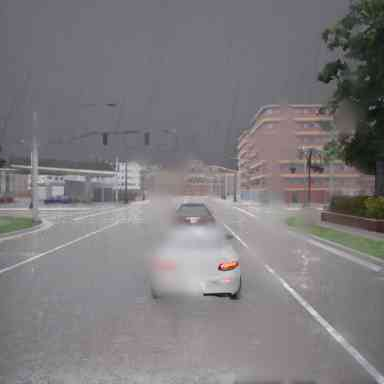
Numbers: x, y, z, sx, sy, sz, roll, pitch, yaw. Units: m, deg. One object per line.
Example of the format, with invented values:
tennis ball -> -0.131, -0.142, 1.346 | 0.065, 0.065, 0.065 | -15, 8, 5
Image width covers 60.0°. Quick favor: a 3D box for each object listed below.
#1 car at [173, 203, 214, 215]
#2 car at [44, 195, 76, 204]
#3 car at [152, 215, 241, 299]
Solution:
car -> 0.079, 1.352, 17.299 | 2.097, 1.767, 4.553 | 0, 0, 0
car -> -23.388, 1.295, 58.028 | 4.611, 1.667, 2.242 | 0, 0, 1
car -> 0.094, 1.526, 8.306 | 1.812, 1.442, 4.674 | 0, 0, 0
